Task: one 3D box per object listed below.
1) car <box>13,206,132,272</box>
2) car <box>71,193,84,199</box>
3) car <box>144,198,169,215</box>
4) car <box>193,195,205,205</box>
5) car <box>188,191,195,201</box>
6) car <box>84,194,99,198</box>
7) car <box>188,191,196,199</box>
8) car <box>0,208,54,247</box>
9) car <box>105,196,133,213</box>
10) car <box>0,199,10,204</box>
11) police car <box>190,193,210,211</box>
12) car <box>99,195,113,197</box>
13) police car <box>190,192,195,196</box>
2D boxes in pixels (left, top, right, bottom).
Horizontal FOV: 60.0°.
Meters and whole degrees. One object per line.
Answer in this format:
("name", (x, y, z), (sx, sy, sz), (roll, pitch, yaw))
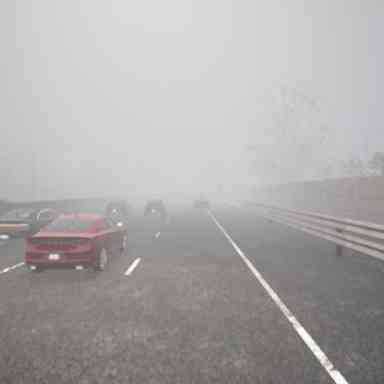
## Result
("car", (-3.399, 1.435, 10.672), (1.882, 1.535, 5.008), (0, 0, 0))
("car", (-24.502, 1.041, 71.757), (2.097, 1.767, 4.553), (0, 0, 0))
("car", (-3.401, 1.381, 31.908), (1.837, 1.490, 4.892), (0, 0, 0))
("car", (1.048, 1.300, 54.340), (1.837, 1.490, 4.892), (0, 0, 0))
("car", (-0.003, 1.132, 72.208), (2.033, 1.411, 5.357), (0, 0, 0))
("car", (-21.002, 1.211, 71.728), (2.128, 1.511, 4.902), (0, 0, 0))
("car", (-0.004, 0.740, 91.645), (2.150, 2.045, 5.566), (0, 0, 0))
("car", (-6.901, 1.434, 14.684), (2.128, 1.511, 4.902), (0, 0, 0))
("car", (-6.902, 1.381, 31.941), (1.837, 1.490, 4.892), (0, 0, 0))
("car", (-17.595, 1.392, 29.093), (1.837, 1.490, 4.892), (0, 0, 0))
("police car", (1.049, 1.277, 38.449), (1.930, 1.638, 5.238), (0, 0, 0))
("car", (-17.502, 1.308, 69.891), (1.895, 1.301, 4.718), (0, 0, 0))
("police car", (1.048, 1.240, 48.449), (1.930, 1.638, 5.238), (0, 0, 0))
